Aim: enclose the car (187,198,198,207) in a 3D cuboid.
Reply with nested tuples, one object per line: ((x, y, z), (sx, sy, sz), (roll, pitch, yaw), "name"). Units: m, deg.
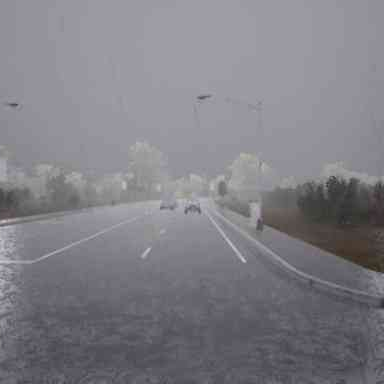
((0.036, 1.832, 57.501), (1.837, 1.490, 4.892), (0, 0, 1), "car")

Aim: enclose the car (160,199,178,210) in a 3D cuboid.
((-3.504, 1.834, 47.403), (1.994, 1.385, 4.181), (0, 0, 0), "car")

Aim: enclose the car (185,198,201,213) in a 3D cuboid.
((0.093, 1.755, 40.231), (1.812, 1.442, 4.674), (0, -1, 0), "car")

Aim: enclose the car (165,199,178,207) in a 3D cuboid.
((-3.466, 1.891, 57.429), (1.994, 1.385, 4.181), (0, 0, 1), "car")
